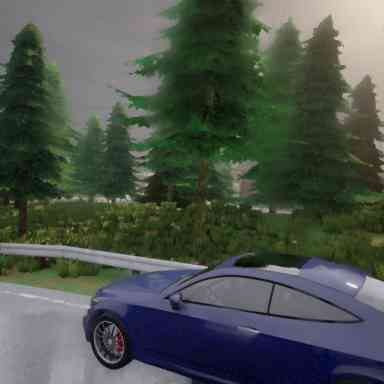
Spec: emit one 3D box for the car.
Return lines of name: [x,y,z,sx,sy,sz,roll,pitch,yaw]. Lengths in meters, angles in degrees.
car: [0.753,1.499,4.100,4.674,1.442,1.812,1,1,31]
